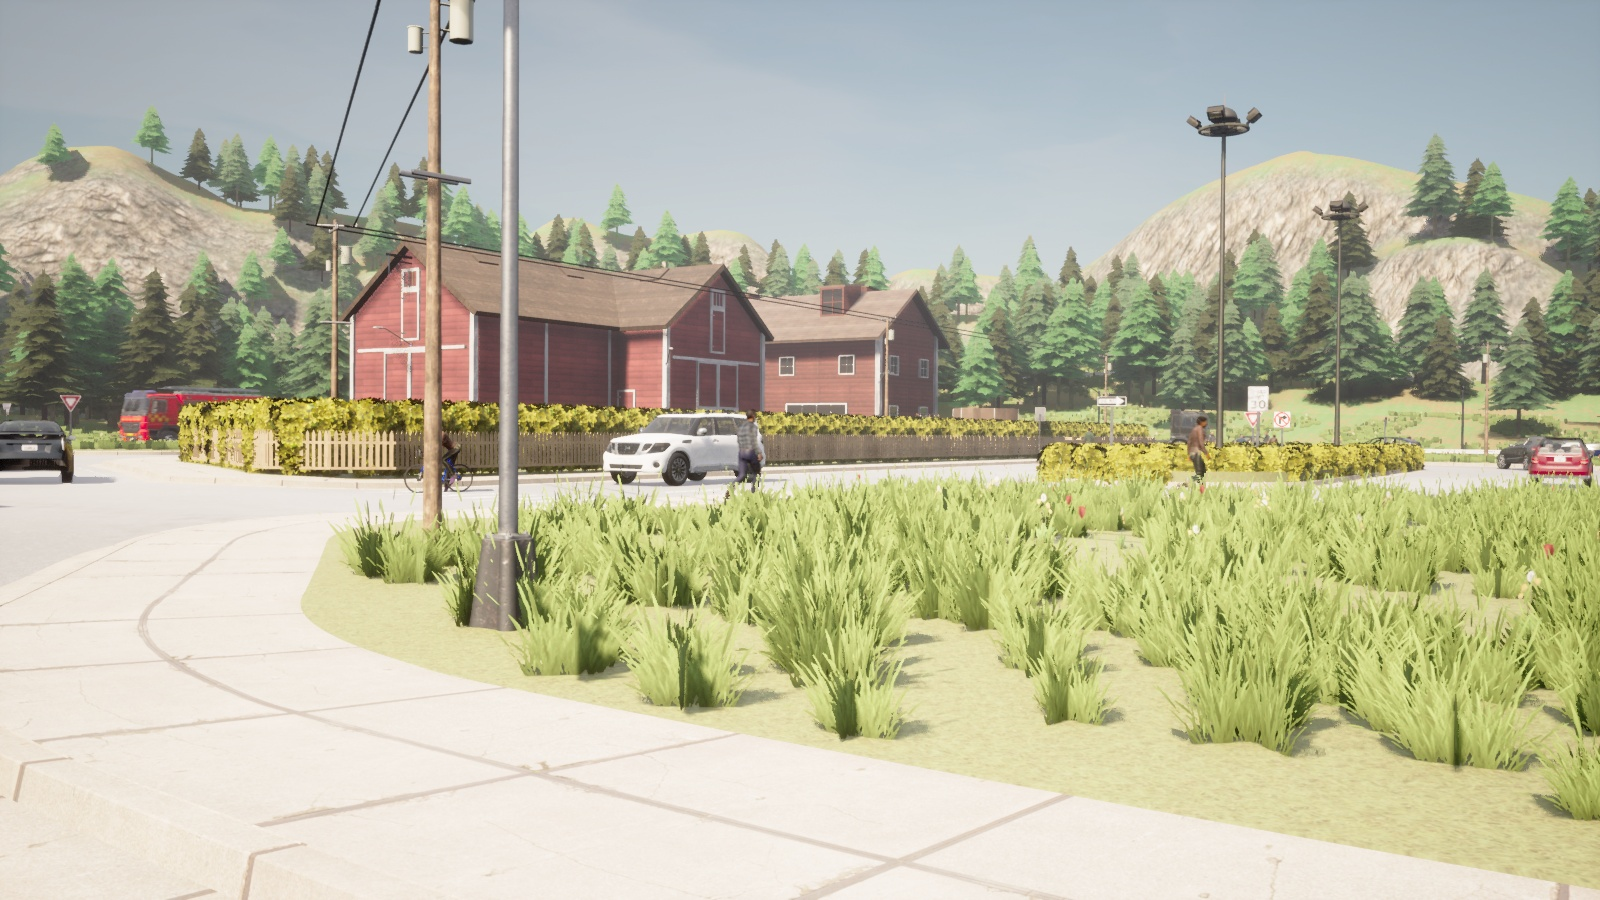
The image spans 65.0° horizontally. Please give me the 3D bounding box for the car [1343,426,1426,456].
[{"bbox_3d":[31.636,-0.505,68.008,1.789,1.549,3.705,-1,1,-43],"label":"car"}]

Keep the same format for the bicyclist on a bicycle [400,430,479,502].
[{"bbox_3d":[-8.433,0.358,29.386,1.656,1.620,0.582,-1,1,-36],"label":"bicyclist on a bicycle"}]

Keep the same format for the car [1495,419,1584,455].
[{"bbox_3d":[35.236,-0.628,59.979,2.152,1.651,5.027,0,1,11],"label":"car"}]

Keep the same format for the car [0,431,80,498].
[{"bbox_3d":[-19.169,0.305,31.282,2.007,1.525,4.514,-1,1,-31],"label":"car"}]

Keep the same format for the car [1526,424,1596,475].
[{"bbox_3d":[24.242,-0.055,39.954,1.789,1.549,3.705,0,1,33],"label":"car"}]

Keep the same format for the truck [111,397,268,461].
[{"bbox_3d":[-38.109,-1.303,78.747,2.891,3.827,8.468,0,1,34],"label":"truck"}]

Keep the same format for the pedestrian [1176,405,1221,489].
[{"bbox_3d":[8.595,-0.061,27.074,0.869,1.805,0.328,0,1,4],"label":"pedestrian"}]

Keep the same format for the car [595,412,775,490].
[{"bbox_3d":[-3.179,-0.013,36.057,2.150,2.045,5.566,0,1,33],"label":"car"}]

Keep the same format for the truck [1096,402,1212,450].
[{"bbox_3d":[26.601,-1.782,94.525,7.936,3.462,2.891,0,1,33],"label":"truck"}]

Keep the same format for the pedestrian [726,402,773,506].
[{"bbox_3d":[-0.960,0.069,23.900,0.423,1.949,0.788,0,1,44],"label":"pedestrian"}]

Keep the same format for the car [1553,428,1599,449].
[{"bbox_3d":[50.155,-0.701,79.009,4.718,1.301,1.895,0,1,34],"label":"car"}]
